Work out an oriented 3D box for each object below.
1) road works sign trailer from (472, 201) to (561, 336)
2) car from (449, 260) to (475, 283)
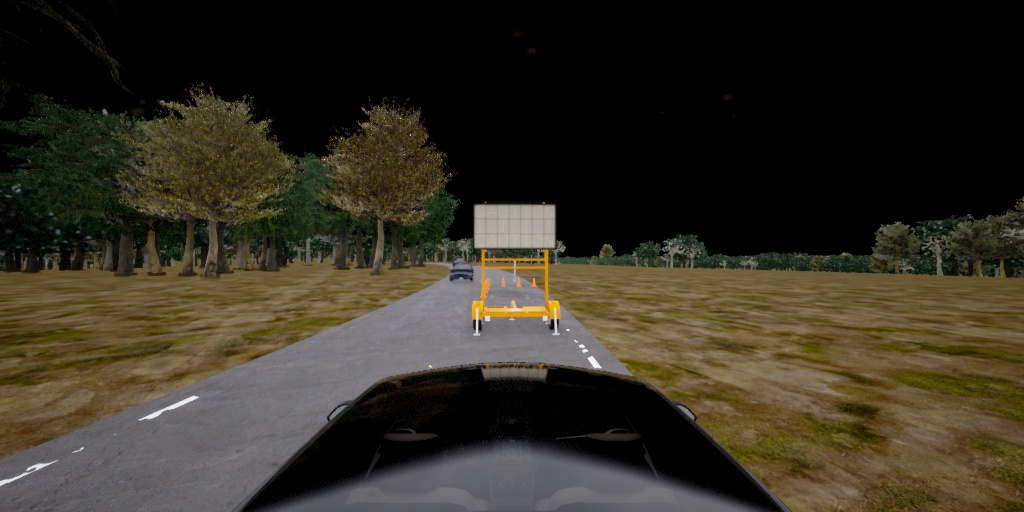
[{"bbox_3d":[0.079,0.214,10.447,2.380,3.560,2.880,0,0,-2],"label":"road works sign trailer"},{"bbox_3d":[-3.918,1.297,28.756,2.033,1.411,5.357,0,0,-5],"label":"car"}]
